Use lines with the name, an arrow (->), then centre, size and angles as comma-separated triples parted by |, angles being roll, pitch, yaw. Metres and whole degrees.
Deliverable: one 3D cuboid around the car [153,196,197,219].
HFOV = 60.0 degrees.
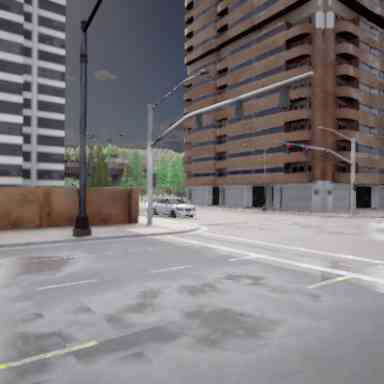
car -> -1.845, 1.453, 31.240 | 2.150, 2.045, 5.566 | 1, 1, -36
